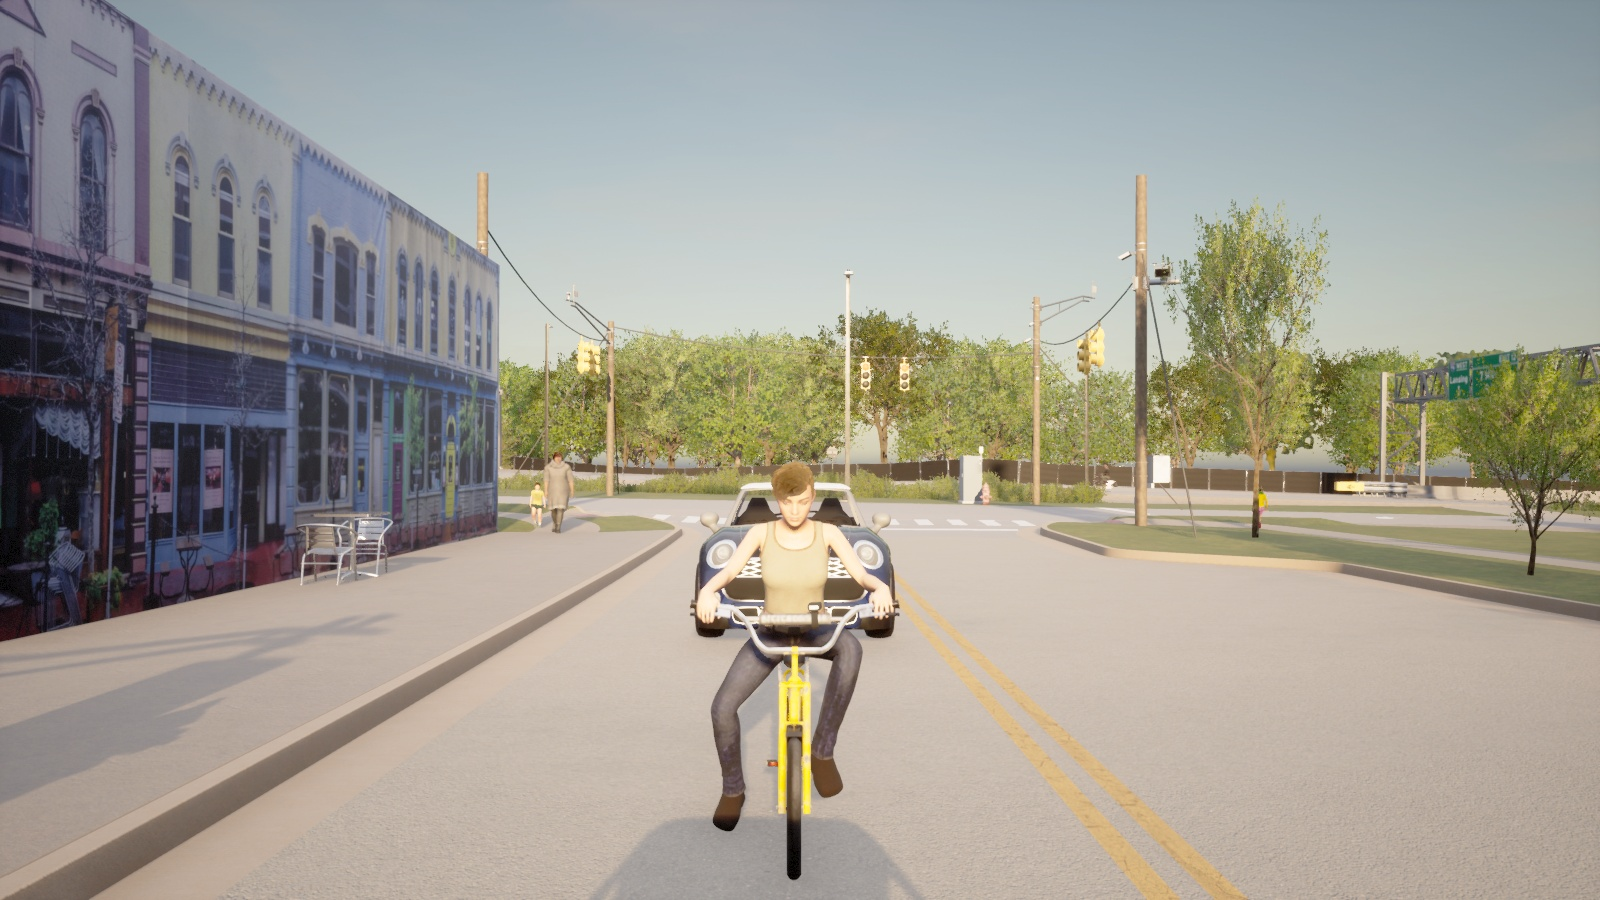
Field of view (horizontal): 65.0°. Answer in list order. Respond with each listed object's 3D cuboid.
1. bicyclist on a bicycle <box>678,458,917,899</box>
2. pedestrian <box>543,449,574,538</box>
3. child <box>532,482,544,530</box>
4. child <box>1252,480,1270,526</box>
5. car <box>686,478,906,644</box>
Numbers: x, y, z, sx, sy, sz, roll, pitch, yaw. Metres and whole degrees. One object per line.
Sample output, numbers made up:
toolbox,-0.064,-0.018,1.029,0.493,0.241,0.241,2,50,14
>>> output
bicyclist on a bicycle,-0.017,0.853,5.333,0.866,1.612,1.509,0,-1,-1
pedestrian,-5.440,0.969,28.275,0.659,1.952,0.873,0,-1,-9
child,-6.149,1.305,29.463,0.255,1.110,0.394,0,-1,-6
child,11.717,1.350,31.926,0.299,1.160,0.473,0,-1,1
car,-0.039,1.037,13.186,1.970,1.475,3.806,0,-1,0
